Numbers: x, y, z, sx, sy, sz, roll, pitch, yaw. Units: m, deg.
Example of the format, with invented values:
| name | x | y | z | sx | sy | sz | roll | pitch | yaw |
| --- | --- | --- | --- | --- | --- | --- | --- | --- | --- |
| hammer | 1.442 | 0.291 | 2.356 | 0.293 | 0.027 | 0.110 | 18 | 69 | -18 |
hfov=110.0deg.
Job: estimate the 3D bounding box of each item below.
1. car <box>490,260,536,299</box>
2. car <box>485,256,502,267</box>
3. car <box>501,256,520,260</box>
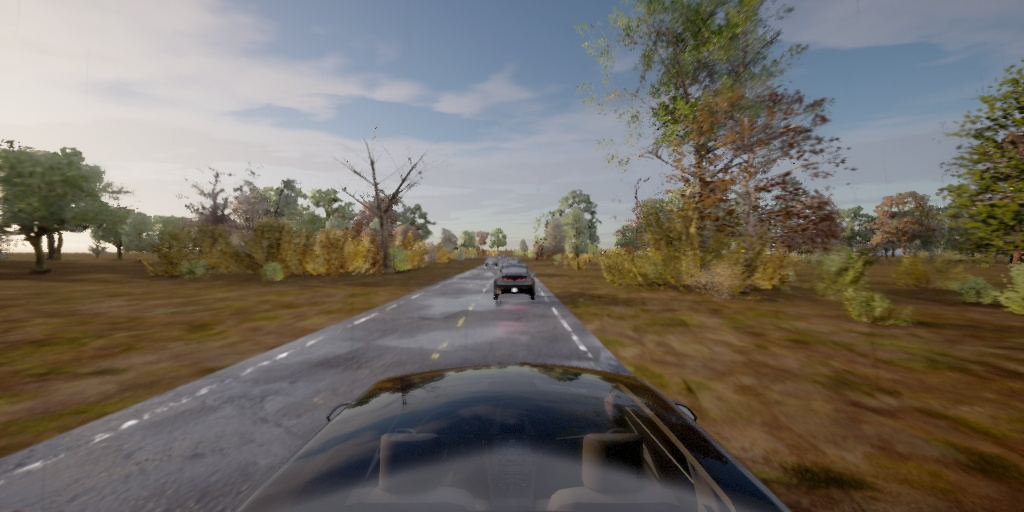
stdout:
| name | x | y | z | sx | sy | sz | roll | pitch | yaw |
| --- | --- | --- | --- | --- | --- | --- | --- | --- | --- |
| car | 0.104 | 1.138 | 17.200 | 1.837 | 1.490 | 4.892 | 0 | 0 | 0 |
| car | -3.029 | 0.848 | 53.823 | 2.128 | 1.511 | 4.902 | 0 | 1 | 1 |
| car | 0.114 | 1.002 | 35.301 | 1.837 | 1.490 | 4.892 | 0 | 0 | 0 |
